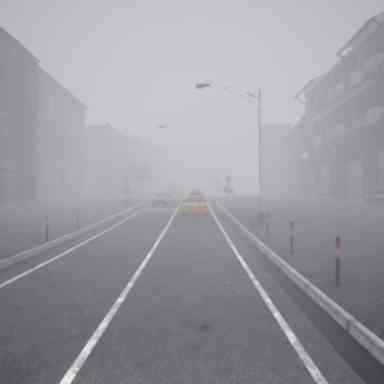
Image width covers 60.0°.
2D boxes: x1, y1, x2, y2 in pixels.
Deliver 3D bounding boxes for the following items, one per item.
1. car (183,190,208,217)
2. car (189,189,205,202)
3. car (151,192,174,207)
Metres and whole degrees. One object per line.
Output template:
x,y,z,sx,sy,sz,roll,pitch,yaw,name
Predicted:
0.245,0.923,25.140,1.801,1.575,5.366,0,2,0,car
0.671,0.453,42.805,1.837,1.490,4.892,0,1,3,car
-2.860,0.722,33.471,2.033,1.411,5.357,0,2,1,car
